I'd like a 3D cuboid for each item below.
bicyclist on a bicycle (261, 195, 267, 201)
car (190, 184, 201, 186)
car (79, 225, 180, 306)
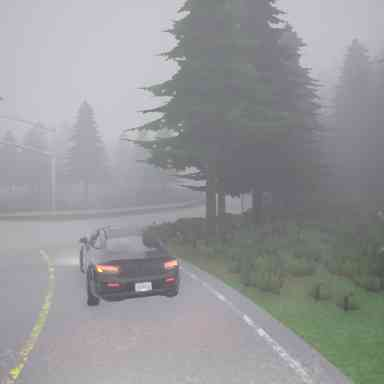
[{"bbox_3d":[6.342,0.894,30.365,1.656,1.620,0.582,-13,-4,35],"label":"bicyclist on a bicycle"},{"bbox_3d":[0.647,-1.747,69.712,1.994,1.385,4.181,0,5,-5],"label":"car"},{"bbox_3d":[-1.674,1.526,8.095,1.812,1.442,4.674,0,0,-21],"label":"car"}]
